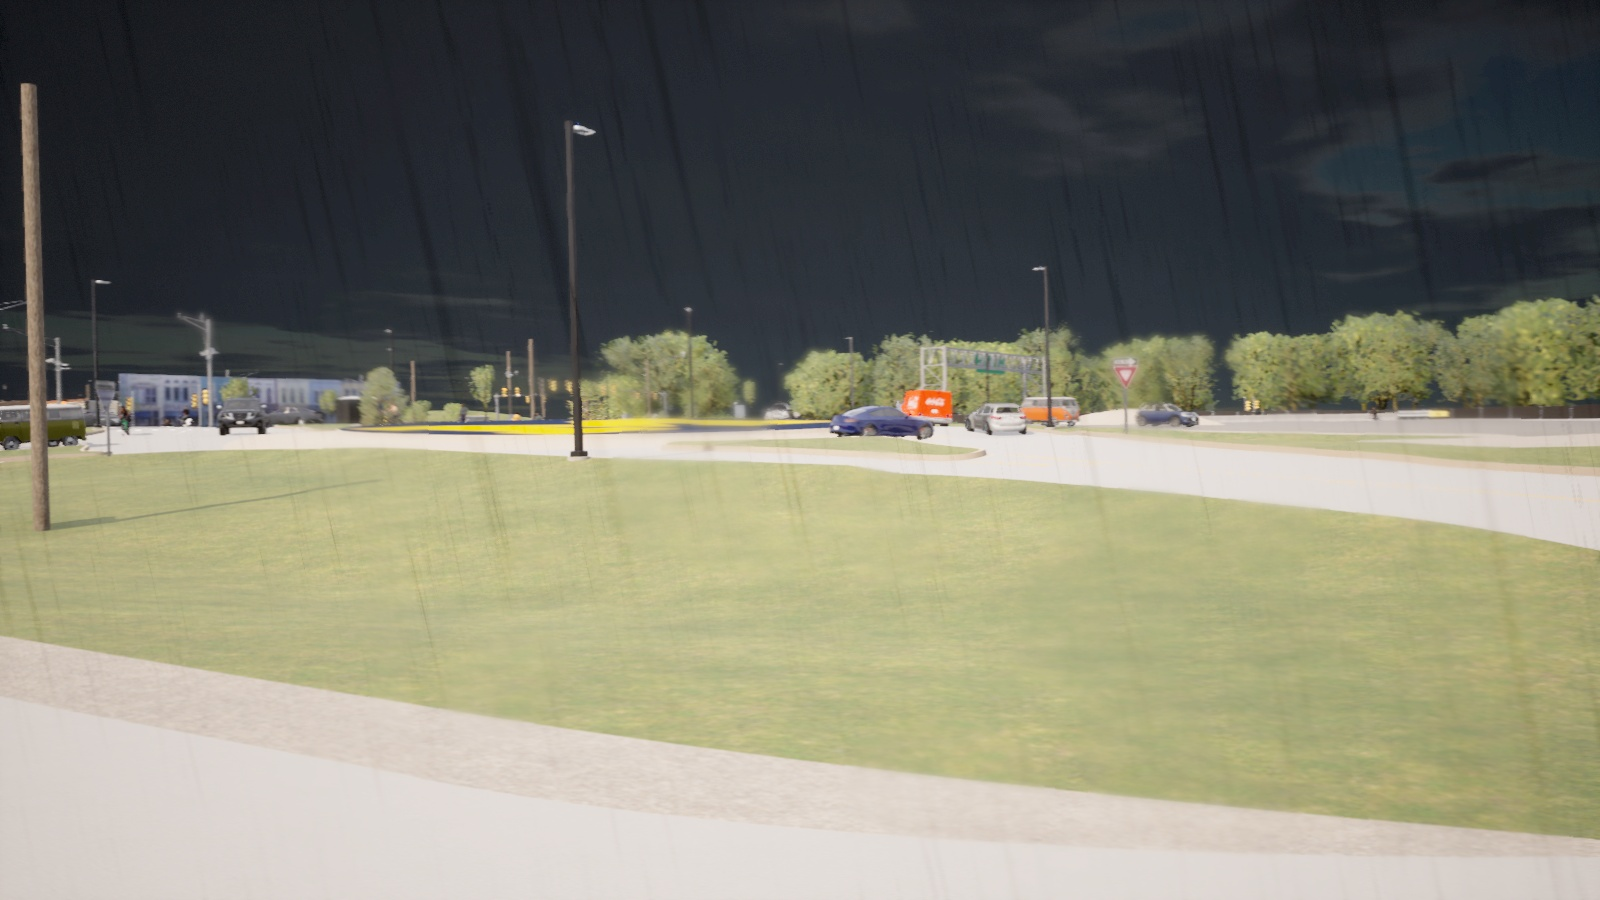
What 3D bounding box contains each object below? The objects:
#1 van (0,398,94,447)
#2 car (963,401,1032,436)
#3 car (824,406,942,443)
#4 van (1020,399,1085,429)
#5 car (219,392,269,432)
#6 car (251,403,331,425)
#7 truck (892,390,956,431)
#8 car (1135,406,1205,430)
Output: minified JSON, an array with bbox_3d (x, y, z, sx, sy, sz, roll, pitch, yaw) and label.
[{"bbox_3d":[-34.307,-1.248,56.124,1.775,1.987,4.442,1,4,31],"label":"van"},{"bbox_3d":[10.685,-1.745,68.344,2.242,1.667,4.611,-1,4,-12],"label":"car"},{"bbox_3d":[3.440,-1.070,51.825,4.674,1.442,1.812,-1,3,-33],"label":"car"},{"bbox_3d":[16.832,-2.426,83.896,1.775,1.987,4.442,0,2,-30],"label":"van"},{"bbox_3d":[-30.114,-2.066,68.127,2.150,2.045,5.566,-1,2,-21],"label":"car"},{"bbox_3d":[-36.480,-2.603,90.047,4.902,1.511,2.128,0,1,8],"label":"car"},{"bbox_3d":[8.052,-2.539,82.122,2.627,2.467,5.204,4,0,-11],"label":"truck"},{"bbox_3d":[23.741,-2.065,80.663,1.970,1.475,3.806,-2,3,-41],"label":"car"}]
